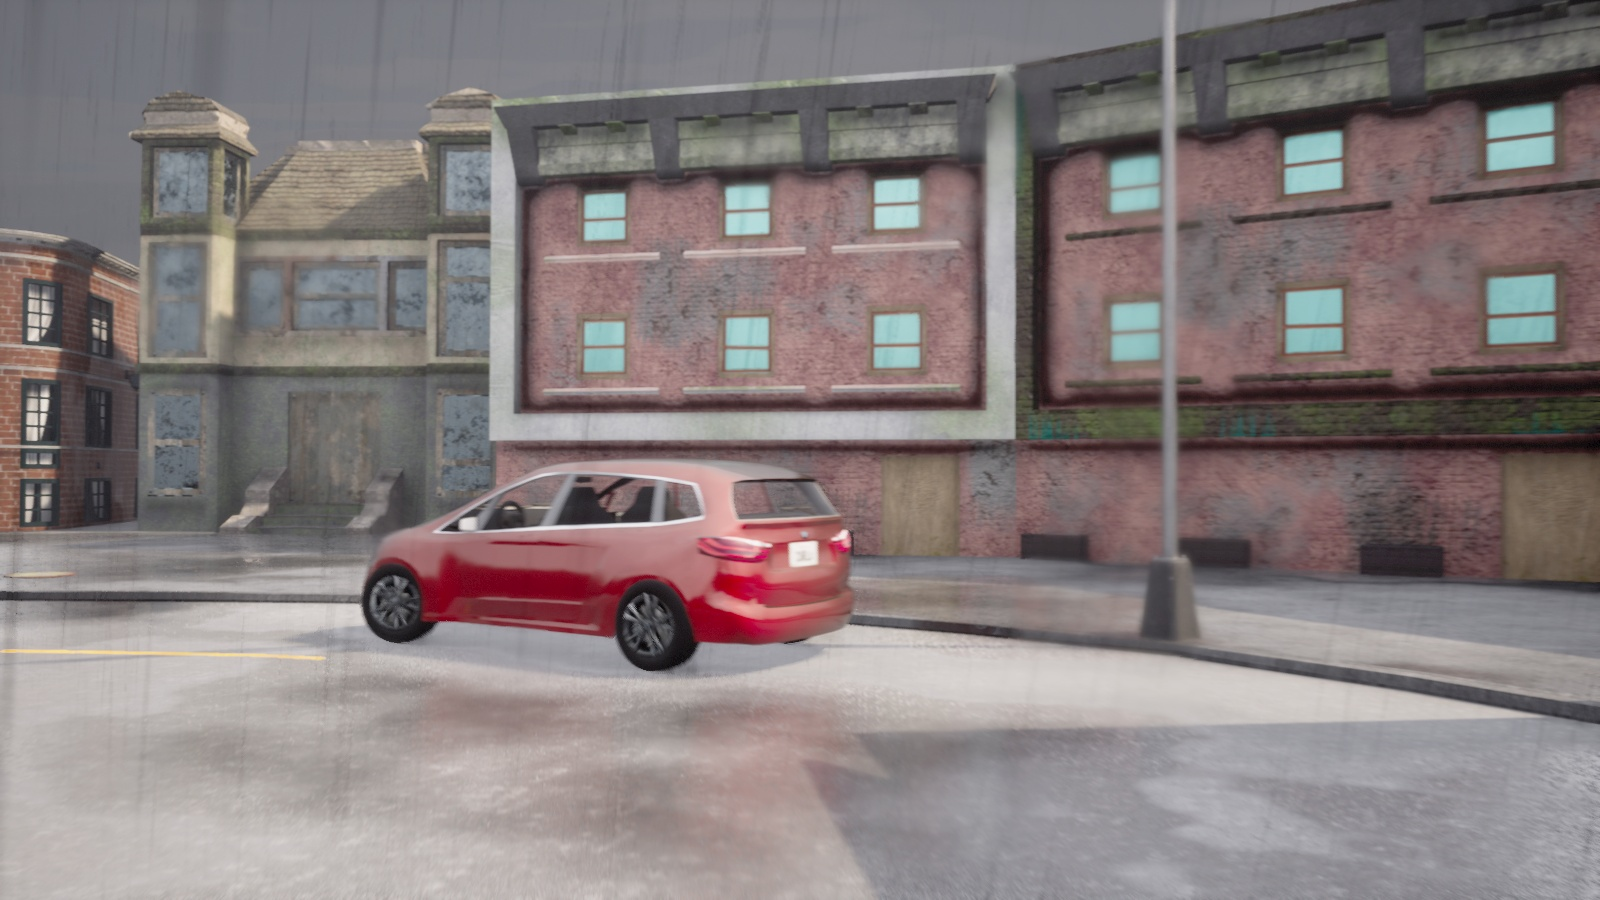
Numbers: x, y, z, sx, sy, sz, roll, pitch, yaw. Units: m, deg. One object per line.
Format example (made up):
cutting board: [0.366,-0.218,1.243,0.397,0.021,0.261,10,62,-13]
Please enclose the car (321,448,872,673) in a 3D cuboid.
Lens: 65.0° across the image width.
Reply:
car: [-1.910,0.861,11.455,4.611,1.667,2.242,-1,-1,32]
